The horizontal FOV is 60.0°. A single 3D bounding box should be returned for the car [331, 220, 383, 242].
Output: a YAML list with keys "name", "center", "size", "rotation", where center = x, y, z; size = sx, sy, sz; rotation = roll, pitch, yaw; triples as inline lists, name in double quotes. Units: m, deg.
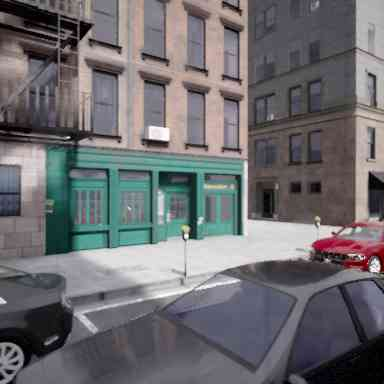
- name: "car"
  center: [5.376, 1.581, 10.001]
  size: [4.507, 1.381, 1.887]
  rotation: [0, 0, -35]

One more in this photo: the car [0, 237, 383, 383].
- name: "car"
  center: [1.015, 1.557, 3.665]
  size: [5.357, 1.411, 2.033]
  rotation: [0, 0, -35]

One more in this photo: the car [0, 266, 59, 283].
- name: "car"
  center: [-3.610, 1.547, 3.619]
  size: [4.403, 1.369, 2.008]
  rotation: [0, 0, -35]
